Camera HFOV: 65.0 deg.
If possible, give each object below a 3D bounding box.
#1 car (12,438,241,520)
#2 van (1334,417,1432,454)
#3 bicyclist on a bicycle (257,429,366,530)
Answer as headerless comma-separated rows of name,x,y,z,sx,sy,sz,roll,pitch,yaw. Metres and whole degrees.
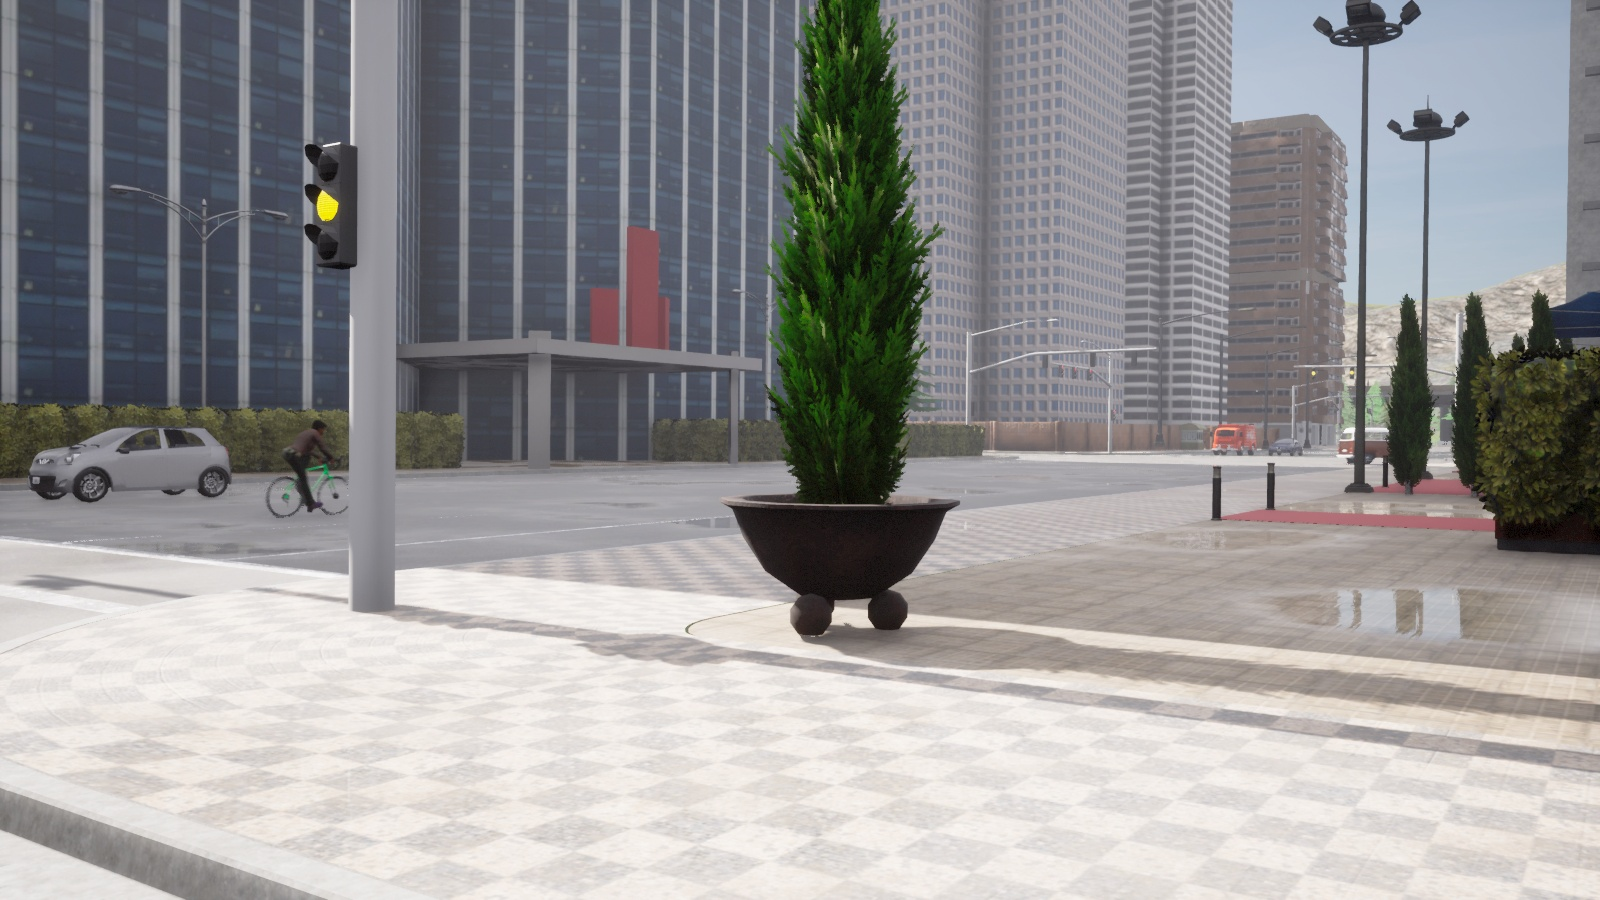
car,-13.586,0.520,25.495,1.845,1.501,3.633,0,1,33
van,32.393,-0.792,69.822,4.480,2.038,2.069,-1,0,-5
bicyclist on a bicycle,-8.151,0.471,21.011,0.582,1.620,1.656,0,1,33
